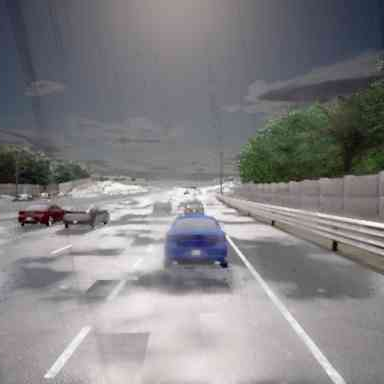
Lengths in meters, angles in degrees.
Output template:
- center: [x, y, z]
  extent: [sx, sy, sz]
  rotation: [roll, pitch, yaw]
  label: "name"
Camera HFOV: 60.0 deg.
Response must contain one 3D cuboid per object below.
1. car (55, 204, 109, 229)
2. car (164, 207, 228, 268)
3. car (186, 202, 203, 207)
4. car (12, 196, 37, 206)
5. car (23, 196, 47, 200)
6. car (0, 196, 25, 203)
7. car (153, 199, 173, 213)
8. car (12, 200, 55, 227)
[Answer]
- center: [-6.839, 1.559, 21.951]
  extent: [2.128, 1.511, 4.902]
  rotation: [0, 0, 0]
  label: "car"
- center: [0.121, 1.513, 11.508]
  extent: [1.882, 1.535, 5.008]
  rotation: [0, 0, 0]
  label: "car"
- center: [0.209, 1.636, 29.883]
  extent: [2.033, 1.411, 5.357]
  rotation: [0, 0, 0]
  label: "car"
- center: [-27.700, 1.435, 55.175]
  extent: [1.812, 1.442, 4.674]
  rotation: [0, 1, 1]
  label: "car"
- center: [-20.839, 1.591, 45.645]
  extent: [1.994, 1.385, 4.181]
  rotation: [0, 1, 1]
  label: "car"
- center: [-24.357, 1.516, 44.358]
  extent: [1.882, 1.535, 5.008]
  rotation: [0, 0, 1]
  label: "car"
- center: [-3.330, 1.569, 38.470]
  extent: [2.128, 1.511, 4.902]
  rotation: [0, 0, 0]
  label: "car"
- center: [-10.330, 1.549, 23.576]
  extent: [1.882, 1.535, 5.008]
  rotation: [0, 0, 0]
  label: "car"
